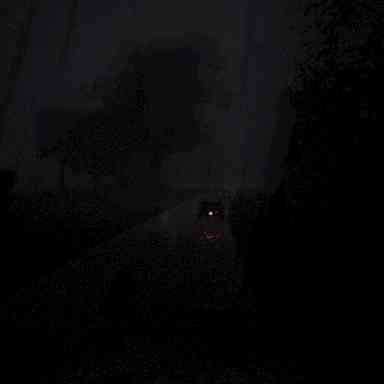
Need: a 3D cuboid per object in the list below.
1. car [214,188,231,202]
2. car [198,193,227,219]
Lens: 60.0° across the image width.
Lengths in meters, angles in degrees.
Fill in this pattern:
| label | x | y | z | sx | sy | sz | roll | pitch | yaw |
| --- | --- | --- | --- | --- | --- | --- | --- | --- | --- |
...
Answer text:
| label | x | y | z | sx | sy | sz | roll | pitch | yaw |
| --- | --- | --- | --- | --- | --- | --- | --- | --- | --- |
| car | 3.737 | 0.209 | 41.797 | 2.097 | 1.767 | 4.553 | 1 | 3 | 9 |
| car | 1.513 | 1.135 | 25.032 | 1.837 | 1.490 | 4.892 | 0 | 2 | 6 |
